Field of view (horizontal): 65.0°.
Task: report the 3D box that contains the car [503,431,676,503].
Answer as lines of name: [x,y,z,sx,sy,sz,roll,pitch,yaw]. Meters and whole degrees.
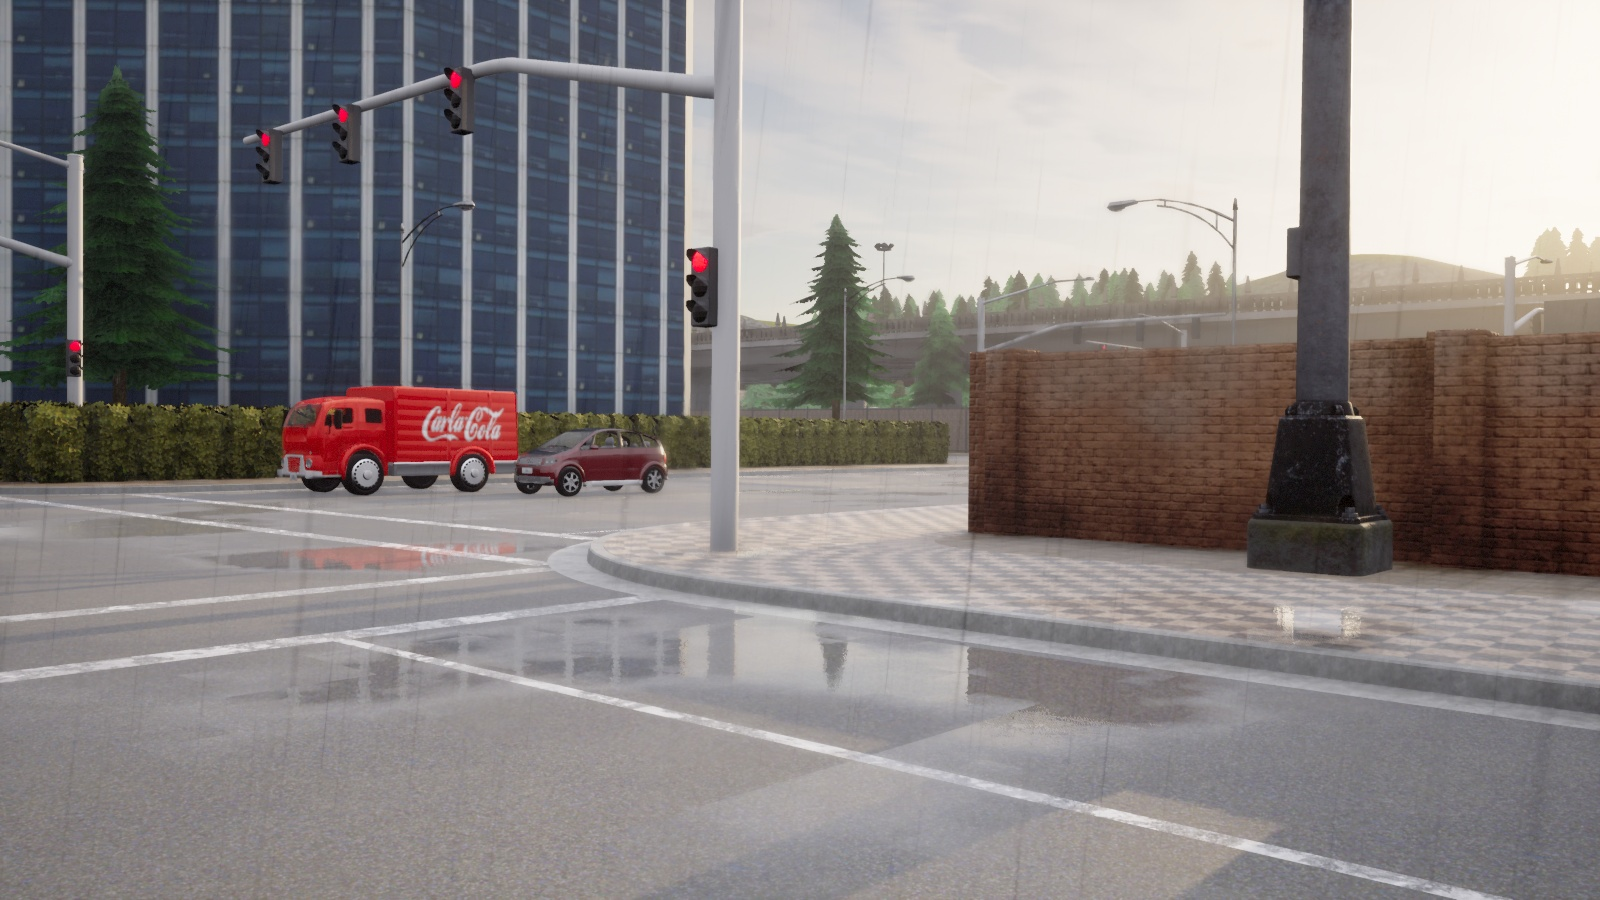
car: [-4.882,0.352,29.483,1.789,1.549,3.705,0,1,41]

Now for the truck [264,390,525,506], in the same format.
truck: [-9.439,-0.069,29.586,2.627,2.467,5.204,0,1,41]
